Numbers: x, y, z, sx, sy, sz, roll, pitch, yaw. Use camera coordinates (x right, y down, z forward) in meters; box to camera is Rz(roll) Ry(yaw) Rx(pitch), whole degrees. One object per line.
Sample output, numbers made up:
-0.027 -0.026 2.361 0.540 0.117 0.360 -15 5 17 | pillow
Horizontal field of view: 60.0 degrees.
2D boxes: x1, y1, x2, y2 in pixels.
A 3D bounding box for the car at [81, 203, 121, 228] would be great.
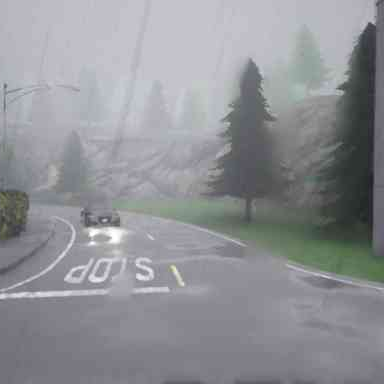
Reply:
-5.719 1.396 20.610 1.994 1.385 4.181 1 0 -24 | car
